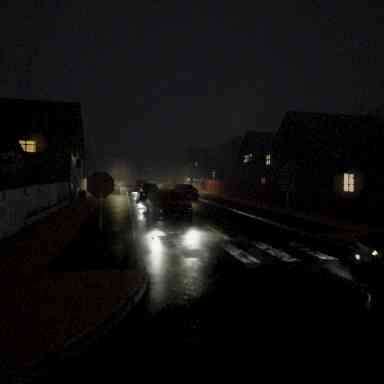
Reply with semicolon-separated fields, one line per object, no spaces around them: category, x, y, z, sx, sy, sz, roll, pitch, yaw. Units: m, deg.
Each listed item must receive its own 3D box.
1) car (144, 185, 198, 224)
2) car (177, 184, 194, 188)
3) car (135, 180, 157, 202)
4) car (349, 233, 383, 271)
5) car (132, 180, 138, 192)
car;-1.242;0.628;17.166;1.882;1.535;5.008;1;3;-12
car;-0.769;0.037;28.944;1.882;1.535;5.008;0;3;-12
car;-3.736;-0.004;29.170;1.837;1.490;4.892;0;3;-12
car;6.867;1.456;8.000;5.357;1.411;2.033;4;4;10
car;-6.808;-0.831;44.070;1.837;1.490;4.892;1;3;-11
